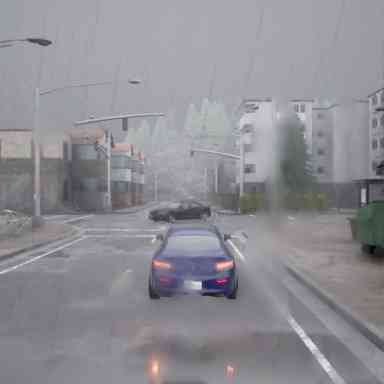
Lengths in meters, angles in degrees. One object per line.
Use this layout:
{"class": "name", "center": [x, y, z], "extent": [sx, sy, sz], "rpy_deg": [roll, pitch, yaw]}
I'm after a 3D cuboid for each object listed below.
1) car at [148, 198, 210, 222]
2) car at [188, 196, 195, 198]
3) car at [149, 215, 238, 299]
{"class": "car", "center": [-0.858, 1.403, 24.144], "extent": [5.008, 1.535, 1.882], "rpy_deg": [1, -1, -42]}
{"class": "car", "center": [-0.152, 1.526, 66.956], "extent": [1.812, 1.442, 4.674], "rpy_deg": [0, 0, 0]}
{"class": "car", "center": [0.039, 1.526, 8.314], "extent": [1.812, 1.442, 4.674], "rpy_deg": [0, 0, 0]}
